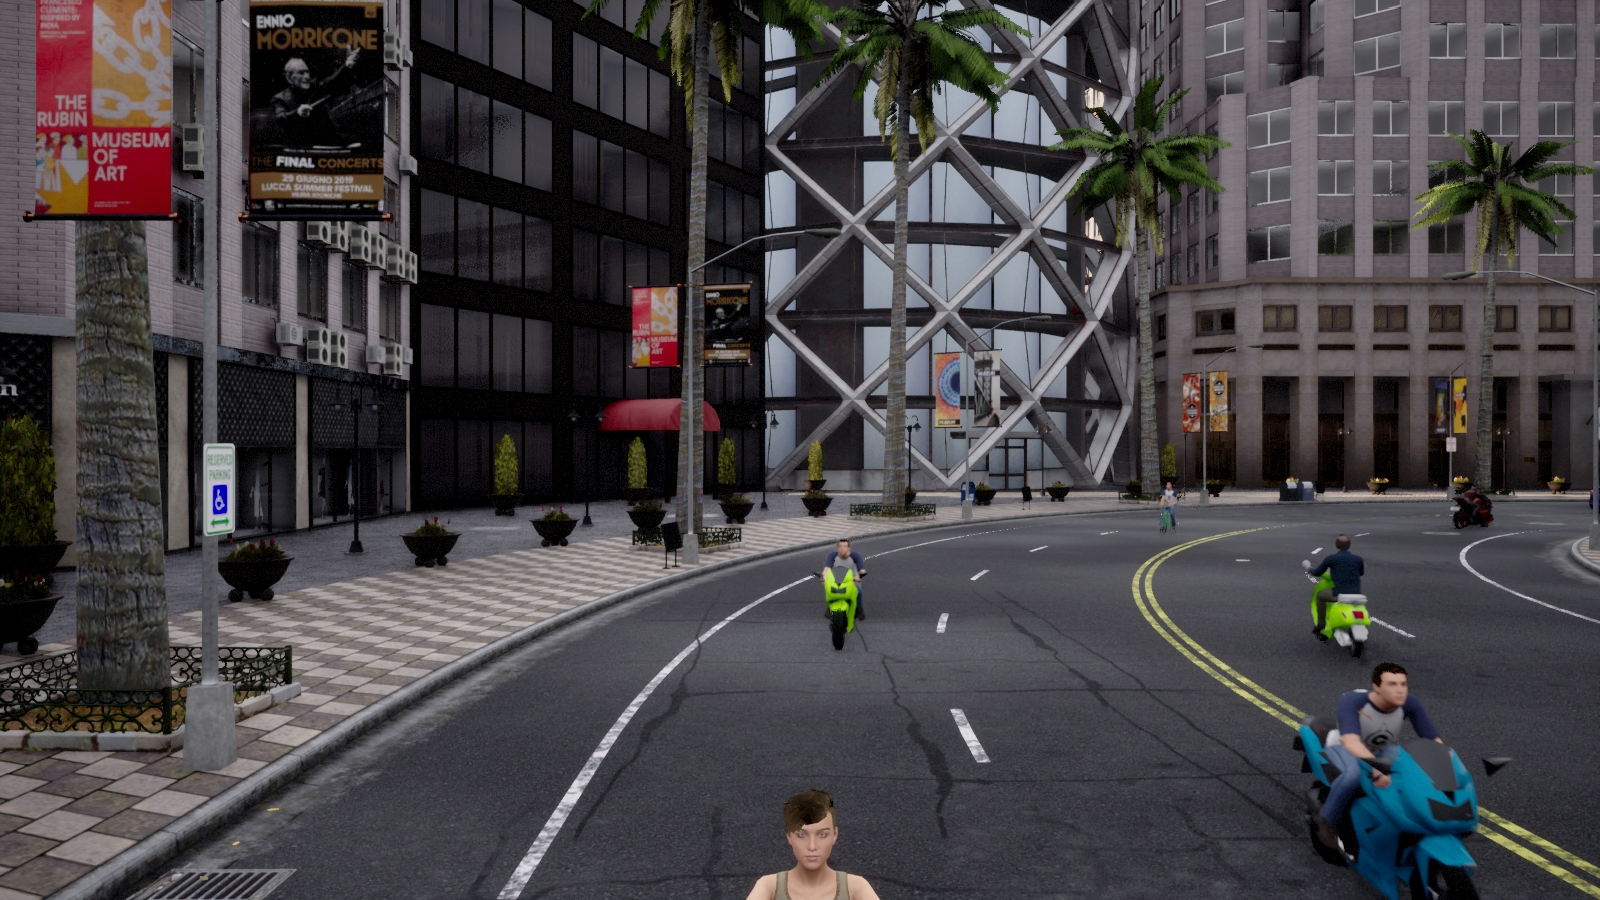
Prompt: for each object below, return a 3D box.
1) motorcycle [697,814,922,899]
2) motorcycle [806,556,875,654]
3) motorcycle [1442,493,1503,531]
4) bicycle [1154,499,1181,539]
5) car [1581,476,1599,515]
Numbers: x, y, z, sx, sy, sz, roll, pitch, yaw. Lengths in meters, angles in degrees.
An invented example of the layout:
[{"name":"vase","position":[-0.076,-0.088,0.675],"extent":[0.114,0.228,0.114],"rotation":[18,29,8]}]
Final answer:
[{"name":"motorcycle","position":[0.030,2.170,3.616],"extent":[0.764,1.277,2.356],"rotation":[0,0,1]},{"name":"motorcycle","position":[0.618,2.213,16.660],"extent":[0.803,1.145,2.033],"rotation":[0,0,8]},{"name":"motorcycle","position":[24.022,2.205,40.784],"extent":[2.209,1.251,0.867],"rotation":[0,0,-29]},{"name":"bicycle","position":[11.802,2.206,36.677],"extent":[0.373,1.196,1.643],"rotation":[1,1,34]},{"name":"car","position":[36.842,1.968,49.589],"extent":[4.611,1.667,2.242],"rotation":[0,0,-11]}]
